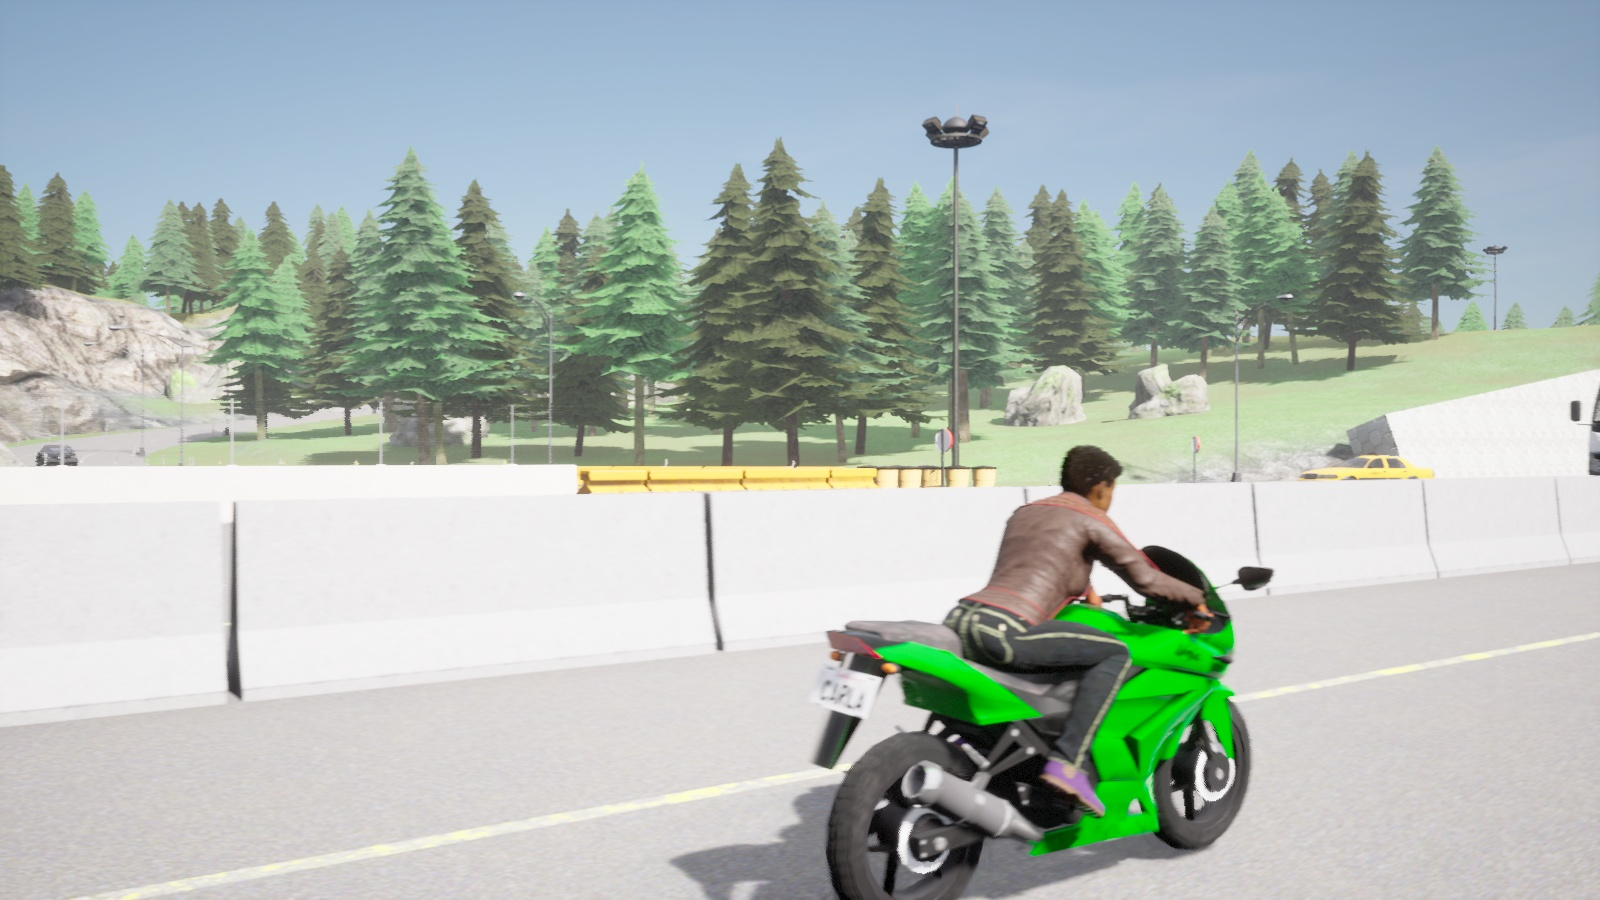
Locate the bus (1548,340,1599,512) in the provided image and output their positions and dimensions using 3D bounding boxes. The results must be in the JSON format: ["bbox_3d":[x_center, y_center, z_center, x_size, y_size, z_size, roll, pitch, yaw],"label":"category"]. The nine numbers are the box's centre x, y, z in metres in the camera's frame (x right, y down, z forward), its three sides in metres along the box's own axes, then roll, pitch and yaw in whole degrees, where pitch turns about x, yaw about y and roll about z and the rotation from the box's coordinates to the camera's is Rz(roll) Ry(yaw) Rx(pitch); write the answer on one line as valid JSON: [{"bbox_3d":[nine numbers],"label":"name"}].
[{"bbox_3d":[24.525,-0.601,33.528,10.273,4.253,3.944,0,0,-35],"label":"bus"}]

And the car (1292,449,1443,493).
[{"bbox_3d":[21.212,0.754,46.920,5.366,1.575,1.801,0,0,-19],"label":"car"}]

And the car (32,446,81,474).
[{"bbox_3d":[-42.490,0.556,71.708,2.033,1.411,5.357,0,2,-35],"label":"car"}]

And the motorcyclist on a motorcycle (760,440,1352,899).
[{"bbox_3d":[0.938,0.735,4.312,2.044,1.523,0.797,0,0,-35],"label":"motorcyclist on a motorcycle"}]
